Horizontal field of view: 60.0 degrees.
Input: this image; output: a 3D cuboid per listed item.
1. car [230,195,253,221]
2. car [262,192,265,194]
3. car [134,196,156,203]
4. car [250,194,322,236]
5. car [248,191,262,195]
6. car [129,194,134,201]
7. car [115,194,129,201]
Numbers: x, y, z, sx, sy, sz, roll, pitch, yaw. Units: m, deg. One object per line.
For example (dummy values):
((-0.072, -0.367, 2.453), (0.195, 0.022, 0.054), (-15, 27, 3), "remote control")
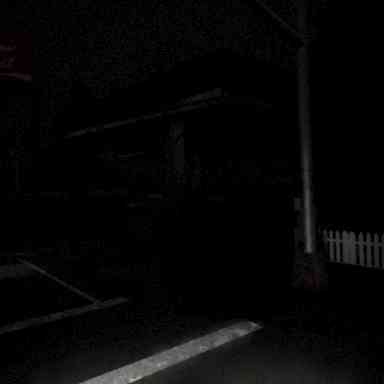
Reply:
((4.932, 1.324, 24.825), (4.611, 1.667, 2.242), (-2, 0, -40), "car")
((14.856, 0.652, 77.034), (2.007, 1.523, 4.514), (-2, 0, -40), "car")
((-9.161, 1.485, 66.785), (2.007, 1.523, 4.514), (-2, 0, -40), "car")
((5.262, 1.171, 17.700), (3.866, 1.878, 1.905), (-2, 0, -40), "car")
((12.493, 0.732, 74.971), (2.152, 1.636, 5.027), (-2, 0, -40), "car")
((-16.222, 1.466, 85.046), (1.932, 1.855, 4.605), (-2, 0, -40), "car")
((-18.177, 1.521, 82.857), (1.905, 1.878, 3.866), (-2, 0, -40), "car")
